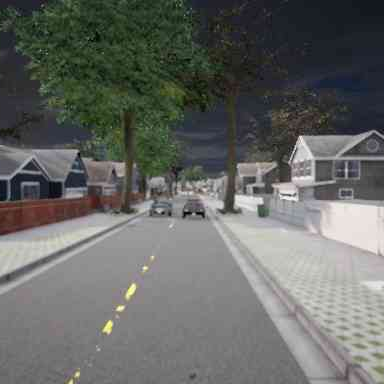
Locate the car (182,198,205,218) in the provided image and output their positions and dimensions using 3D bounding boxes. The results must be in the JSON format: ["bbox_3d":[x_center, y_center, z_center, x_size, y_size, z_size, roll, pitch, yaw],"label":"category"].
[{"bbox_3d":[0.158,1.466,28.776,1.895,1.301,4.718,0,0,0],"label":"car"}]

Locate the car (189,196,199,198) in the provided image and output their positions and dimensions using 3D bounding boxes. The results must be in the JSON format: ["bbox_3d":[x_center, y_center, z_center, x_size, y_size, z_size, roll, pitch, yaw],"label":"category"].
[{"bbox_3d":[0.218,1.290,45.124,1.837,1.490,4.892,0,1,1],"label":"car"}]

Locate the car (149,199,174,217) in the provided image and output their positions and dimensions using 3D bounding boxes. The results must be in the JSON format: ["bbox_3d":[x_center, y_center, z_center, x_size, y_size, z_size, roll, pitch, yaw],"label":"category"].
[{"bbox_3d":[-2.662,1.350,29.820,2.128,1.511,4.902,0,0,0],"label":"car"}]
